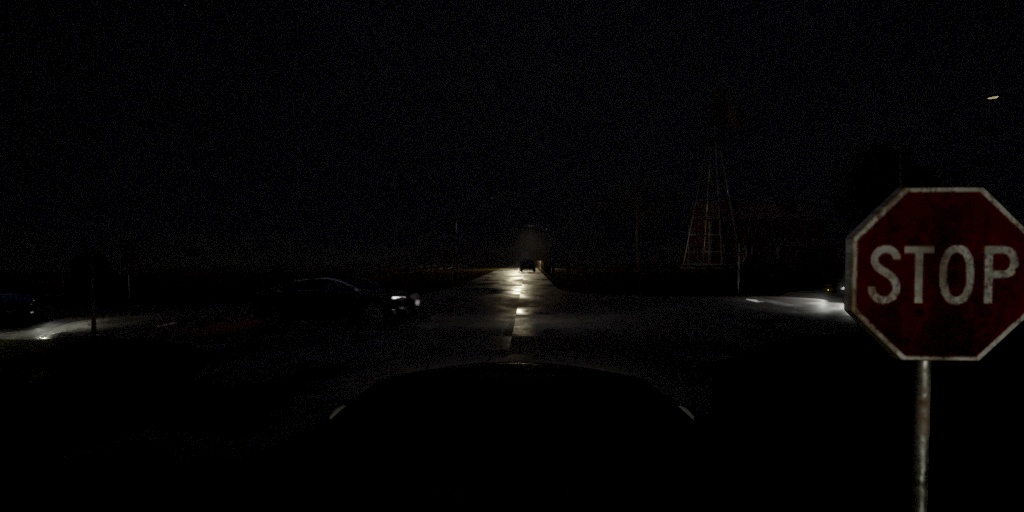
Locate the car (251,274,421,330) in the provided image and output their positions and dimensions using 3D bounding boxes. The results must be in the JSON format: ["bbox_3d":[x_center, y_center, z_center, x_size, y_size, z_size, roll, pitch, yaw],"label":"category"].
[{"bbox_3d":[-5.404,1.310,11.222,4.902,1.511,2.128,-3,0,3],"label":"car"}]

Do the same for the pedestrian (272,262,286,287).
[{"bbox_3d":[-11.407,1.189,17.467,0.375,1.860,0.375,0,2,3],"label":"pedestrian"}]

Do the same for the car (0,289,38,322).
[{"bbox_3d":[-18.850,1.592,11.832,5.008,1.535,1.882,-1,1,3],"label":"car"}]

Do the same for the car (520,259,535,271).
[{"bbox_3d":[2.280,1.293,52.388,2.097,1.767,4.553,0,-1,2],"label":"car"}]

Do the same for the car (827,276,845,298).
[{"bbox_3d":[14.340,0.990,13.262,4.181,1.385,1.994,-1,1,3],"label":"car"}]
